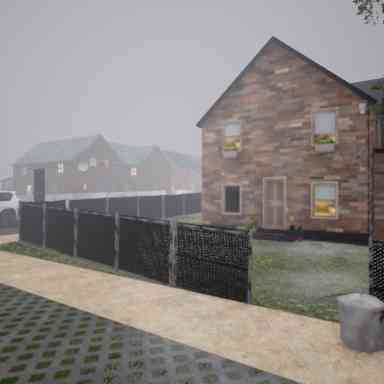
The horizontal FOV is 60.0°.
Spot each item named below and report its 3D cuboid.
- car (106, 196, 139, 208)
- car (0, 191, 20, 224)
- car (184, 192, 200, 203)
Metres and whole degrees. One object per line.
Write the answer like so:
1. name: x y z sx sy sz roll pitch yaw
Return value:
1. car: -6.490 1.033 29.168 1.994 1.385 4.181 0 1 33
2. car: -12.828 0.969 19.358 2.150 2.045 5.566 0 1 31
3. car: 0.068 0.717 38.989 1.812 1.442 4.674 0 1 33
